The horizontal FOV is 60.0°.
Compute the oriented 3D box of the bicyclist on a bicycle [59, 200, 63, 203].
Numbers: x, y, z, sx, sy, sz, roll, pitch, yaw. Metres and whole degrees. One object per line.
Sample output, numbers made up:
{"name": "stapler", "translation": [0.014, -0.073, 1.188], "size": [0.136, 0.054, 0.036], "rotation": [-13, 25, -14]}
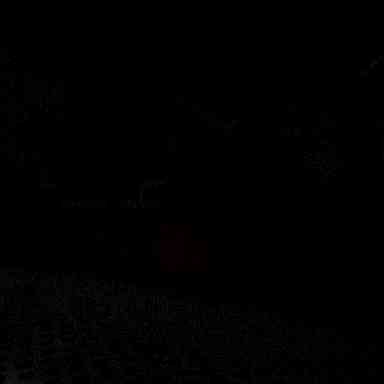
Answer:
{"name": "bicyclist on a bicycle", "translation": [-9.455, 1.380, 24.359], "size": [1.656, 1.620, 0.582], "rotation": [-3, -2, 22]}

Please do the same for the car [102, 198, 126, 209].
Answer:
{"name": "car", "translation": [-9.639, 1.797, 39.550], "size": [2.150, 2.045, 5.566], "rotation": [-3, -2, 22]}
